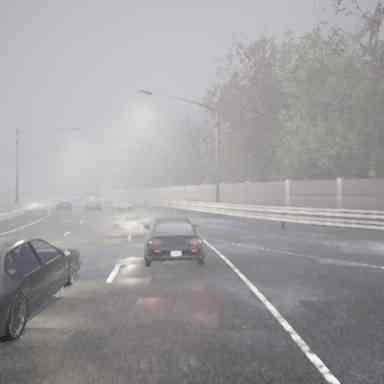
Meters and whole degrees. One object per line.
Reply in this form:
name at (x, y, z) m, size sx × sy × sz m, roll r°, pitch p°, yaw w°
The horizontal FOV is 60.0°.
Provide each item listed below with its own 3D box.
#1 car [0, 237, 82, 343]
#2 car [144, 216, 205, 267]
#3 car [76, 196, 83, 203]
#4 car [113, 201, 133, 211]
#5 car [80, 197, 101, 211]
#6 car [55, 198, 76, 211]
car at (-3.658, 1.583, 6.372) m, size 2.033 × 1.411 × 5.357 m, roll 0°, pitch 0°, yaw -4°
car at (-0.692, 1.566, 11.583) m, size 1.812 × 1.442 × 4.674 m, roll 0°, pitch 0°, yaw -6°
car at (-24.119, 1.641, 71.219) m, size 1.837 × 1.490 × 4.892 m, roll 0°, pitch 0°, yaw -26°
car at (-9.124, 1.778, 43.634) m, size 1.895 × 1.301 × 4.718 m, roll 0°, pitch 0°, yaw -22°
car at (-13.626, 1.764, 45.075) m, size 1.994 × 1.385 × 4.181 m, roll 0°, pitch 0°, yaw -24°
car at (-17.232, 1.705, 44.603) m, size 2.128 × 1.511 × 4.902 m, roll 0°, pitch 0°, yaw -25°
